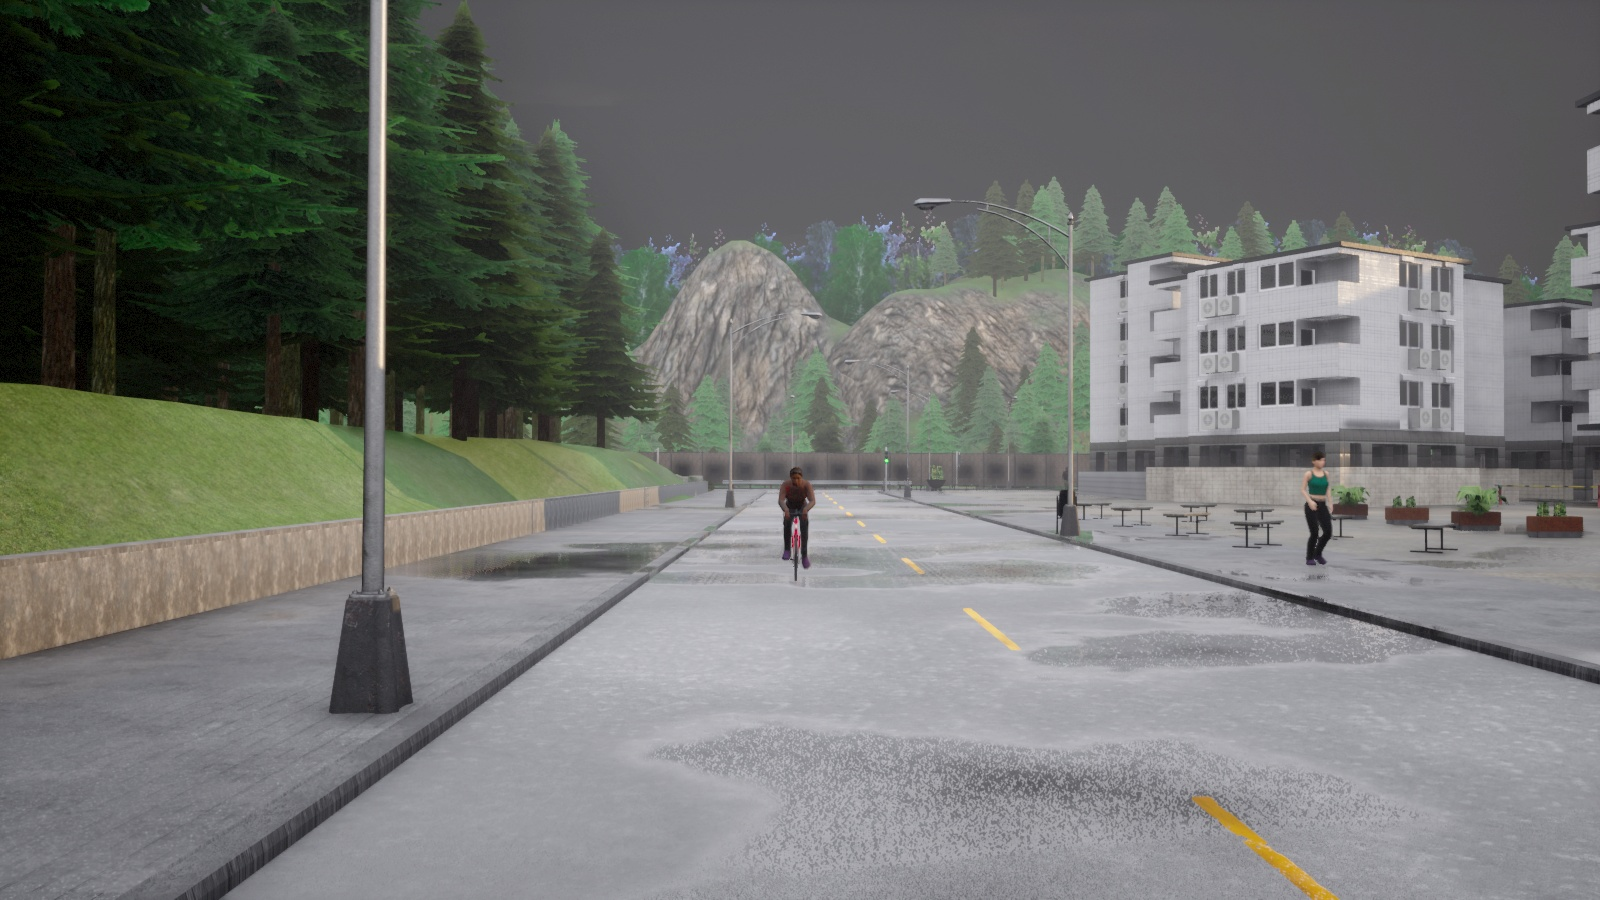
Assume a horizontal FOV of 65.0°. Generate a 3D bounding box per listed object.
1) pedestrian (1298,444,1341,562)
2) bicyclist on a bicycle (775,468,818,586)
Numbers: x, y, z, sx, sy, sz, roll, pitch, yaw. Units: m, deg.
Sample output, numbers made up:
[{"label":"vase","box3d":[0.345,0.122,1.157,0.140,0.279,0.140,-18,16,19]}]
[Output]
[{"label":"pedestrian","box3d":[8.169,0.823,19.756,0.345,1.836,0.594,0,-1,-9]},{"label":"bicyclist on a bicycle","box3d":[-0.048,1.071,18.118,0.582,1.620,1.656,0,-1,0]}]
